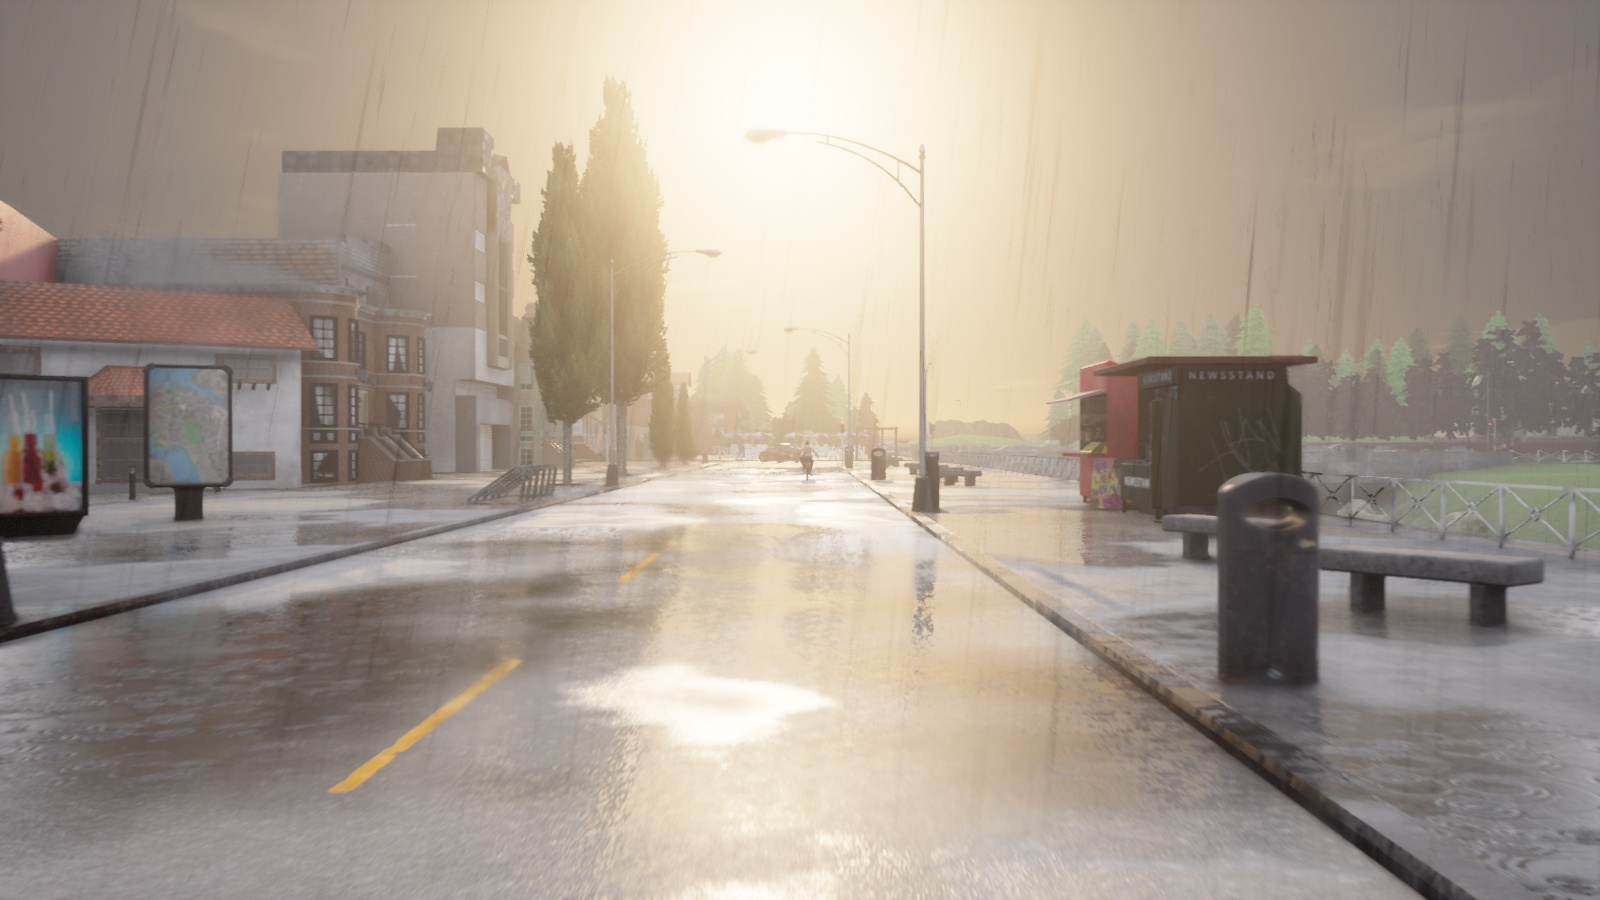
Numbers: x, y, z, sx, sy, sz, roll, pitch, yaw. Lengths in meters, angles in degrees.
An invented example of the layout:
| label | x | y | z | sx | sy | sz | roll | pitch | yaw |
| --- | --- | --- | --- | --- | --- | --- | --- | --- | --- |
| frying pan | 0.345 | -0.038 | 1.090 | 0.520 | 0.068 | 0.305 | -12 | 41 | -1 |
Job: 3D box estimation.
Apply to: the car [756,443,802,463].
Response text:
| label | x | y | z | sx | sy | sz | roll | pitch | yaw |
| --- | --- | --- | --- | --- | --- | --- | --- | --- | --- |
| car | -1.603 | 0.228 | 94.281 | 1.816 | 1.474 | 4.193 | 0 | 0 | -27 |
